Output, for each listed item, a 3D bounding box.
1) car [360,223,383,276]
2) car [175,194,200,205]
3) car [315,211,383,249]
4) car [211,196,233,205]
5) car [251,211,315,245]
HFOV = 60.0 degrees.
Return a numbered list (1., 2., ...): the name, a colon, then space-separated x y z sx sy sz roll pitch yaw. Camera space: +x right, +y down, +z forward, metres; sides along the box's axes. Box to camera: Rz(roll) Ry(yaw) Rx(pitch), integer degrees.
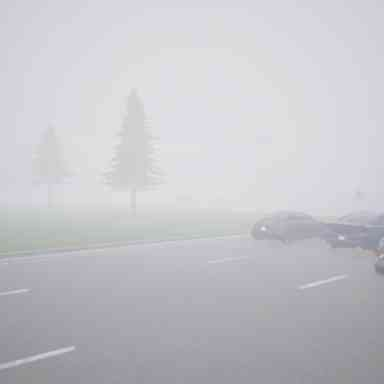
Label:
1. car: 6.918 1.573 8.775 5.357 1.411 2.033 0 0 -35
2. car: -0.876 1.303 59.317 2.150 2.045 5.566 0 0 -35
3. car: 7.410 1.510 13.393 5.008 1.535 1.882 0 0 -35
4. car: 5.620 1.450 62.319 2.097 1.767 4.553 0 0 -35
5. car: 4.801 1.596 15.837 4.181 1.385 1.994 0 0 -35
